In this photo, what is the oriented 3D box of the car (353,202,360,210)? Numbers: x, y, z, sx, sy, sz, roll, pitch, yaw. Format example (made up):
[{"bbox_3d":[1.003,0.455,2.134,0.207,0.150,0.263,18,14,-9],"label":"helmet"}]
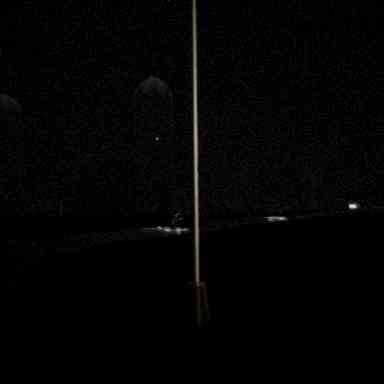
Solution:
[{"bbox_3d":[39.597,3.373,81.294,2.150,2.045,5.566,-3,-3,36],"label":"car"}]

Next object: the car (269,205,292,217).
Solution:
[{"bbox_3d":[13.026,2.716,49.100,2.097,1.767,4.553,-3,-3,36],"label":"car"}]

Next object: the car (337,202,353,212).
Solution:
[{"bbox_3d":[32.357,3.415,71.196,2.128,1.511,4.902,-3,-3,36],"label":"car"}]

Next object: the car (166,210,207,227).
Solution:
[{"bbox_3d":[-0.378,2.378,30.503,1.812,1.442,4.674,-3,-3,36],"label":"car"}]

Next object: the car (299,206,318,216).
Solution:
[{"bbox_3d":[17.820,2.858,50.787,1.837,1.490,4.892,-3,-2,36],"label":"car"}]
